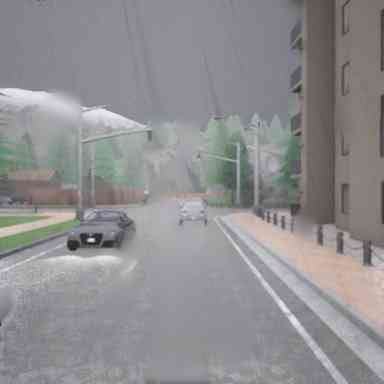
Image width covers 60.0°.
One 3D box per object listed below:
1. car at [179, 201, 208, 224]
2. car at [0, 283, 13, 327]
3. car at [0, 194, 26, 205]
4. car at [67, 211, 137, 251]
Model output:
[{"bbox_3d":[0.096,1.365,23.003,1.812,1.442,4.674,0,0,0],"label":"car"},{"bbox_3d":[-3.593,1.581,2.709,1.895,1.301,4.718,0,0,0],"label":"car"},{"bbox_3d":[-25.032,0.839,46.147,1.932,1.855,4.605,0,0,-1],"label":"car"},{"bbox_3d":[-3.504,1.469,13.560,1.994,1.385,4.181,0,0,0],"label":"car"}]
